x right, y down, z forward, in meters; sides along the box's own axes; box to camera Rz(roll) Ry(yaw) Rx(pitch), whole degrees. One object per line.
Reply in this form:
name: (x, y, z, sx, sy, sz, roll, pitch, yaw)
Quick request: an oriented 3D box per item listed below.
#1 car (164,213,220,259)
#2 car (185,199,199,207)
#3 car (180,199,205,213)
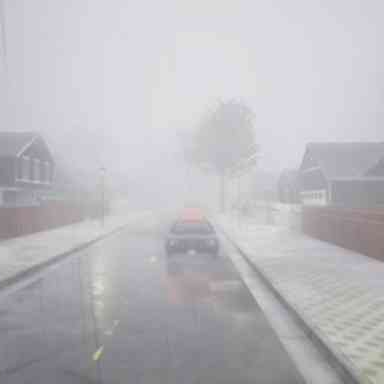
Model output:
car: (0.016, 1.741, 13.284, 1.895, 1.301, 4.718, 0, -1, 0)
car: (0.063, 2.216, 66.042, 2.128, 1.511, 4.902, 0, -1, 9)
car: (0.039, 1.650, 28.465, 2.097, 1.767, 4.553, 0, -1, 1)
